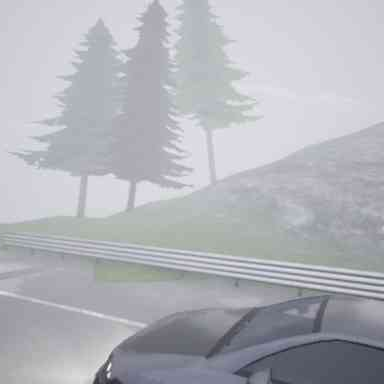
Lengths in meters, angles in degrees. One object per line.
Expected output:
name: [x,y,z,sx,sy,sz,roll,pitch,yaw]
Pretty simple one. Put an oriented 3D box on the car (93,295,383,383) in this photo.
car: [1.188,1.635,2.736,4.181,1.385,1.994,1,-1,28]
